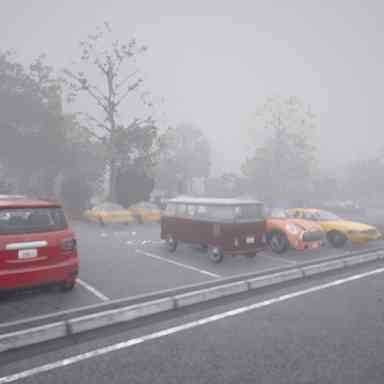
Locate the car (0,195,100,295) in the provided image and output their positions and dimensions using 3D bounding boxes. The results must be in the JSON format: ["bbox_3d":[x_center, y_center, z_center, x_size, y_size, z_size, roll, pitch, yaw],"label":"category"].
[{"bbox_3d":[-4.481,1.189,8.067,2.435,2.045,5.566,0,0,-36],"label":"car"}]

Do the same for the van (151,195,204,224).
[{"bbox_3d":[-1.187,1.206,25.388,1.878,1.987,4.442,0,0,-36],"label":"van"}]

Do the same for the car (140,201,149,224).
[{"bbox_3d":[-3.631,1.419,24.000,1.946,1.575,5.366,0,0,-36],"label":"car"}]

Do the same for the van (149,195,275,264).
[{"bbox_3d":[0.489,1.193,11.763,1.878,1.987,4.442,0,0,-36],"label":"van"}]

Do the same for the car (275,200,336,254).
[{"bbox_3d":[3.003,1.292,13.469,2.185,1.767,4.553,0,0,-36],"label":"car"}]

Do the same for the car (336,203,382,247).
[{"bbox_3d":[5.497,1.425,14.999,1.946,1.575,5.366,0,0,-36],"label":"car"}]

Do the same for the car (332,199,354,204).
[{"bbox_3d":[15.633,1.764,37.610,2.002,1.452,4.674,1,-1,-36],"label":"car"}]

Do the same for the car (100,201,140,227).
[{"bbox_3d":[-5.791,1.415,22.445,1.946,1.575,5.366,0,0,-36],"label":"car"}]

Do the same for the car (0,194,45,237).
[{"bbox_3d":[-10.306,1.180,18.929,2.435,2.045,5.566,-1,0,-36],"label":"car"}]
